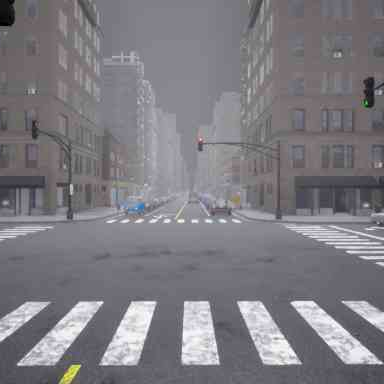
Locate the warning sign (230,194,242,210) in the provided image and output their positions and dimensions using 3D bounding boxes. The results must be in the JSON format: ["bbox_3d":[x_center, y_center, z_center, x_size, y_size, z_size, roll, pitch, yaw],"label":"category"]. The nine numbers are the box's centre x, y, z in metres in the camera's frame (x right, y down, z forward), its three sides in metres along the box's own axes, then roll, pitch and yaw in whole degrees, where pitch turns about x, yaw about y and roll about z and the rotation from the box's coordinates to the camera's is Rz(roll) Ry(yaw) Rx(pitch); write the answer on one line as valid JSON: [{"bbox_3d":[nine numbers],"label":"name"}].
[{"bbox_3d":[5.239,1.118,39.328,1.300,1.860,1.060,0,0,0],"label":"warning sign"}]

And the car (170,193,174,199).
[{"bbox_3d":[-5.539,1.543,73.057,1.887,1.381,4.507,0,0,0],"label":"car"}]

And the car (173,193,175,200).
[{"bbox_3d":[-5.515,1.522,78.556,1.752,1.417,4.829,0,0,0],"label":"car"}]

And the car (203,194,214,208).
[{"bbox_3d":[2.861,1.443,44.682,1.967,1.590,4.097,0,0,0],"label":"car"}]

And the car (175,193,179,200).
[{"bbox_3d":[-5.464,1.307,90.062,2.192,1.841,5.009,0,0,0],"label":"car"}]

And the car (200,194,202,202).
[{"bbox_3d":[2.937,1.527,61.860,1.752,1.417,4.829,0,0,0],"label":"car"}]

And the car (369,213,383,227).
[{"bbox_3d":[13.754,1.615,20.677,4.718,1.301,1.895,0,0,0],"label":"car"}]

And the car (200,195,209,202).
[{"bbox_3d":[3.012,1.437,78.698,1.967,1.590,4.097,0,0,0],"label":"car"}]

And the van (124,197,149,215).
[{"bbox_3d":[-5.715,1.343,33.380,1.690,1.788,3.998,0,0,0],"label":"van"}]

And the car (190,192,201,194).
[{"bbox_3d":[0.319,1.039,72.949,2.150,2.045,5.566,0,0,0],"label":"car"}]

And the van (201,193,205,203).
[{"bbox_3d":[2.911,1.344,56.021,1.690,1.788,3.998,0,0,0],"label":"van"}]

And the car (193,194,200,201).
[{"bbox_3d":[1.179,1.448,89.537,1.801,1.575,5.366,0,0,0],"label":"car"}]

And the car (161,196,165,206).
[{"bbox_3d":[-5.639,1.585,50.385,1.802,1.307,4.206,0,0,0],"label":"car"}]

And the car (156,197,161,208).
[{"bbox_3d":[-5.664,1.569,44.716,1.947,1.339,4.313,0,0,0],"label":"car"}]

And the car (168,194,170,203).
[{"bbox_3d":[-5.590,1.527,61.551,1.752,1.417,4.829,0,0,0],"label":"car"}]

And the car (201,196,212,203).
[{"bbox_3d":[2.962,1.551,67.359,2.008,1.369,4.403,0,0,0],"label":"car"}]

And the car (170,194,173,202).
[{"bbox_3d":[-5.564,1.566,67.389,1.947,1.339,4.313,0,0,0],"label":"car"}]

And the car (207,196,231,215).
[{"bbox_3d":[2.811,1.442,33.344,1.967,1.590,4.097,0,0,0],"label":"car"}]

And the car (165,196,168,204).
[{"bbox_3d":[-5.615,1.568,56.053,1.947,1.339,4.313,0,0,0],"label":"car"}]

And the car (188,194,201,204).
[{"bbox_3d":[0.275,1.565,62.915,1.994,1.385,4.181,0,0,0],"label":"car"}]

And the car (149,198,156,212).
[{"bbox_3d":[-5.690,1.443,39.048,1.967,1.590,4.097,0,0,0],"label":"car"}]

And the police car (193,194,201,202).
[{"bbox_3d":[1.144,1.421,79.442,1.930,1.638,5.238,0,0,-1],"label":"police car"}]

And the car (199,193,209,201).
[{"bbox_3d":[3.036,1.309,84.367,2.192,1.841,5.009,0,0,0],"label":"car"}]
